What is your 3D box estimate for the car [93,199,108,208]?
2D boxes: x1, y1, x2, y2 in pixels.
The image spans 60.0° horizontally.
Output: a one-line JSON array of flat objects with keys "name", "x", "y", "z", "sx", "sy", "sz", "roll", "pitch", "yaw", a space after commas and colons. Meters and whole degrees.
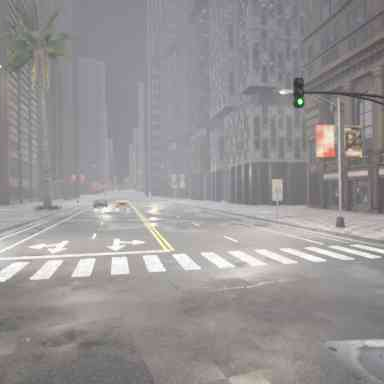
[{"name": "car", "x": -14.021, "y": 1.701, "z": 51.219, "sx": 1.994, "sy": 1.385, "sz": 4.181, "roll": -1, "pitch": 0, "yaw": -12}]

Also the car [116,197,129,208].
[{"name": "car", "x": -10.844, "y": 1.578, "z": 51.898, "sx": 1.882, "sy": 1.535, "sz": 5.008, "roll": -1, "pitch": 0, "yaw": -12}]
